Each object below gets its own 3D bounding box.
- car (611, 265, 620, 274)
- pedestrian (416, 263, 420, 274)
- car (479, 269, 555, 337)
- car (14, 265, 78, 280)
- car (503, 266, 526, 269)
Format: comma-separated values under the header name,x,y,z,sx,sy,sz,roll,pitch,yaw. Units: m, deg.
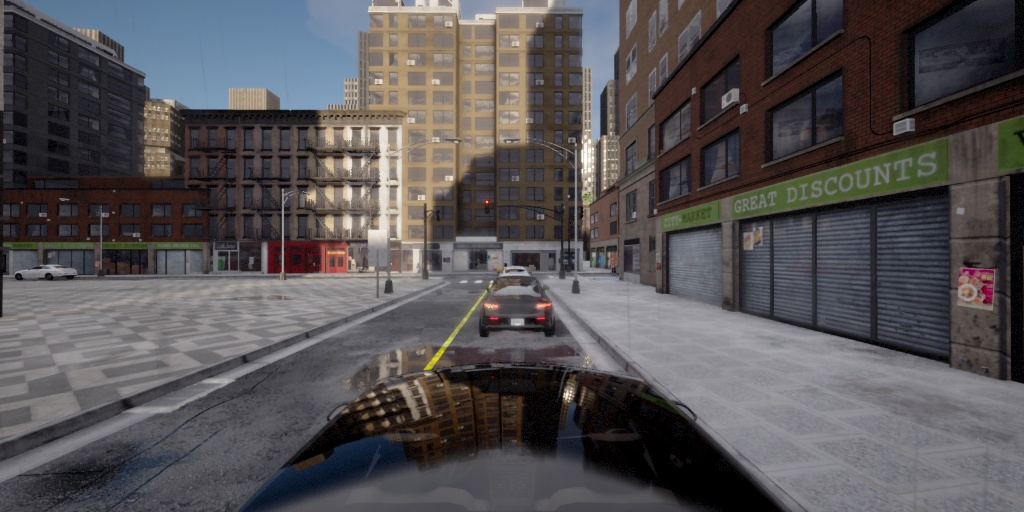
name,x,y,z,sx,sy,sz,roll,pitch,yaw
car,12.022,1.188,35.505,4.181,1.385,1.994,-1,0,-1
pedestrian,-10.043,0.971,38.334,0.375,1.860,0.375,0,0,-1
car,0.121,1.275,10.135,1.812,1.442,4.674,0,0,0
car,-45.305,1.580,34.921,4.674,1.442,1.812,0,0,0
car,0.148,1.270,19.915,1.812,1.442,4.674,0,0,-1
